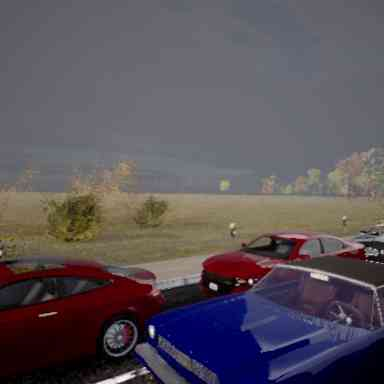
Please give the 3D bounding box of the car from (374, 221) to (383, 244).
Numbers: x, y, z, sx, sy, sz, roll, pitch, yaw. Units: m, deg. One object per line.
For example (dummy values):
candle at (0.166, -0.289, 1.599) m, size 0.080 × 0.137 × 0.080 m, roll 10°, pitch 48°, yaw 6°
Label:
car at (6.853, 1.635, 10.980) m, size 4.403 × 1.369 × 2.008 m, roll 0°, pitch 0°, yaw -36°

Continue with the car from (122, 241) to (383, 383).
car at (1.722, 1.627, 4.300) m, size 4.718 × 1.301 × 1.895 m, roll 0°, pitch 0°, yaw -36°

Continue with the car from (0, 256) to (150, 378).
car at (-2.352, 1.586, 4.412) m, size 4.206 × 1.307 × 1.802 m, roll 0°, pitch 0°, yaw -36°

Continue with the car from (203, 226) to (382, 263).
car at (2.251, 1.588, 7.696) m, size 4.507 × 1.381 × 1.887 m, roll 0°, pitch 0°, yaw -36°
